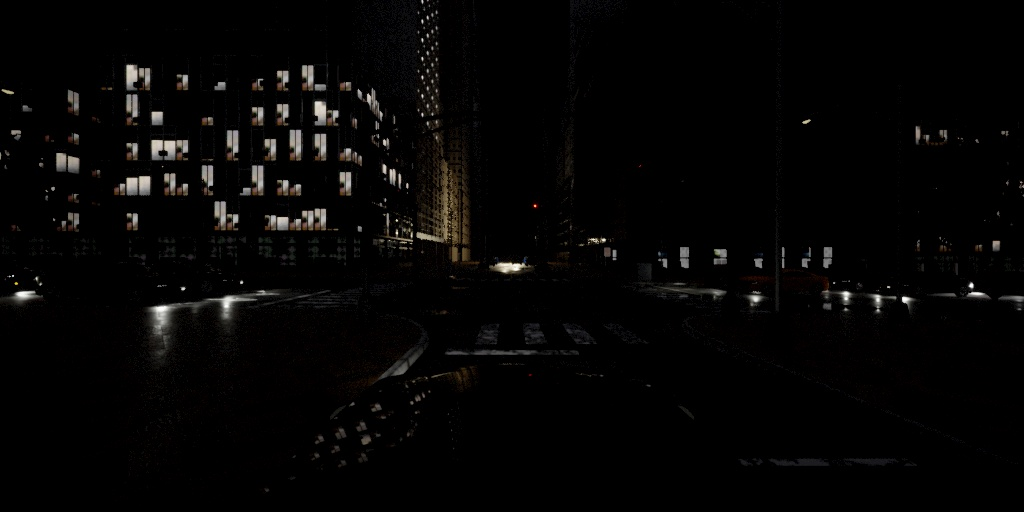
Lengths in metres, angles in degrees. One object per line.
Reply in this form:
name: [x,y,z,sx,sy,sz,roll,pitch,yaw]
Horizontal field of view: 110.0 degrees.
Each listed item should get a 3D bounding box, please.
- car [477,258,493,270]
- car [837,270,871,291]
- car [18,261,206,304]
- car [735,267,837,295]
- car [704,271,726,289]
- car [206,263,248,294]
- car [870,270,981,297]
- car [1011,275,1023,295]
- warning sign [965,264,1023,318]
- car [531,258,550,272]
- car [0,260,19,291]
car: [-4.086,1.343,52.087,1.802,1.307,4.207,0,0,0]
car: [25.618,1.740,25.929,4.892,1.490,1.837,1,0,-3]
car: [-15.373,0.998,14.018,4.892,1.490,1.837,1,0,-3]
car: [16.729,1.554,22.252,5.008,1.535,1.882,1,0,-3]
car: [16.320,1.546,25.487,5.008,1.535,1.882,1,0,-3]
car: [-15.524,0.995,17.264,4.892,1.490,1.837,1,0,-3]
car: [26.129,1.750,22.700,4.892,1.490,1.837,1,0,-3]
car: [35.916,2.021,23.158,4.718,1.301,1.895,1,0,-3]
warning sign: [17.262,1.204,12.818,1.060,1.860,1.300,0,0,-3]
car: [3.873,1.329,46.604,1.948,1.339,4.313,0,0,0]
car: [-24.429,0.891,16.844,4.181,1.385,1.994,1,0,-3]
